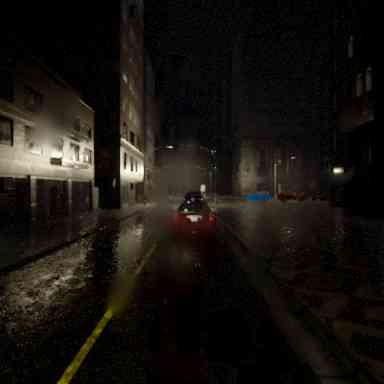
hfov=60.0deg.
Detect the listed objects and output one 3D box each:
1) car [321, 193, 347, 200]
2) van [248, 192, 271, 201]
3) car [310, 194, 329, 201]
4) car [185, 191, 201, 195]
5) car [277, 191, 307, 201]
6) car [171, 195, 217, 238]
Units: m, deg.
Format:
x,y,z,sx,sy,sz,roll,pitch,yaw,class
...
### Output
x,y,z,sx,sy,sz,roll,pitch,yaw,class
28.544,0.955,66.975,4.507,1.381,1.887,0,1,-1,car
11.730,0.848,58.191,3.998,1.788,1.690,0,1,-1,van
23.010,1.066,58.365,4.313,1.339,1.947,0,1,-1,car
0.103,0.899,38.036,2.150,2.045,5.566,0,1,0,car
17.370,0.820,58.276,5.009,1.841,2.192,0,1,-1,car
0.099,1.228,17.034,2.097,1.767,4.553,0,0,0,car
